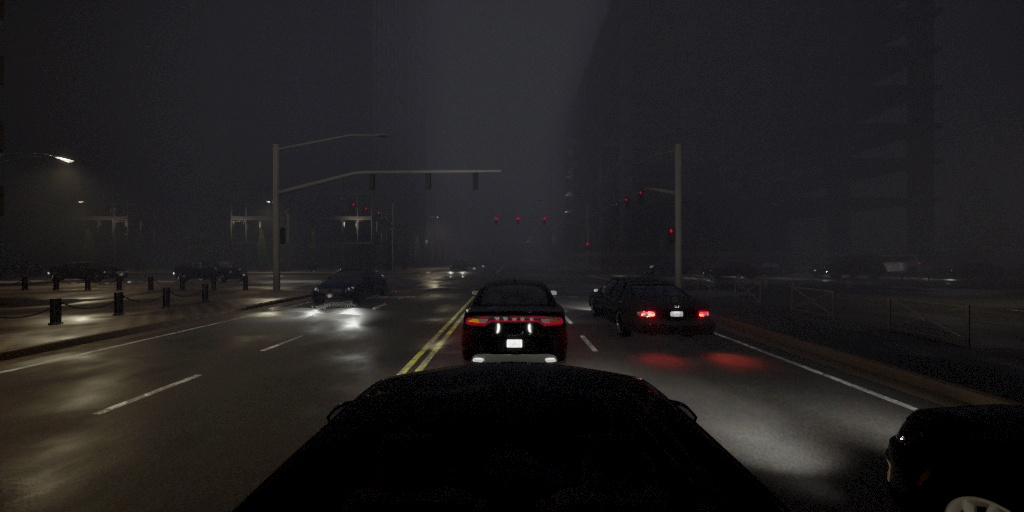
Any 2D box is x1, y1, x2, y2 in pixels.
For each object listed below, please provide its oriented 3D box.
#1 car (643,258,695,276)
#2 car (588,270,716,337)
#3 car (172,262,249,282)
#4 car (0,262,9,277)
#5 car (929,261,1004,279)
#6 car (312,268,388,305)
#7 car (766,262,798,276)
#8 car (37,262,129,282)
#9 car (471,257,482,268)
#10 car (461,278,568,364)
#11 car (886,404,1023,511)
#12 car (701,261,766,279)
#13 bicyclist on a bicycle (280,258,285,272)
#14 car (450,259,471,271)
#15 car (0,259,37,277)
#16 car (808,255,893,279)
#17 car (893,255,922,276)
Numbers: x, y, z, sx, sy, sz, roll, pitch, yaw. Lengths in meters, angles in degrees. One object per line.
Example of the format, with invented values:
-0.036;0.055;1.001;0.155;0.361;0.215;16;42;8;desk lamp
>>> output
15.230;1.046;35.031;4.553;1.767;2.097;0;0;0;car
3.571;1.297;10.248;2.033;1.411;5.357;0;0;0;car
-22.924;1.186;27.374;4.902;1.511;2.128;0;0;0;car
-42.477;1.295;27.519;4.718;1.301;1.895;0;0;1;car
39.912;1.172;31.575;5.008;1.535;1.882;0;0;0;car
-7.099;1.277;16.278;1.812;1.442;4.674;0;0;0;car
24.698;1.242;35.044;5.357;1.411;2.033;0;0;0;car
-32.303;1.186;27.413;4.902;1.511;2.128;0;0;0;car
-7.063;1.297;62.980;2.033;1.411;5.357;0;0;0;car
0.055;1.228;8.124;1.882;1.535;5.008;0;0;0;car
3.600;1.255;0.511;1.837;1.490;4.892;0;0;0;car
19.154;1.220;31.503;4.674;1.442;1.812;0;0;0;car
-25.408;0.995;39.334;0.582;1.620;1.656;0;0;0;bicyclist on a bicycle
-7.093;1.227;48.512;1.882;1.535;5.008;0;0;0;car
-48.809;1.048;34.761;4.553;1.767;2.097;0;0;1;car
29.420;0.916;31.558;5.566;2.045;2.150;0;0;0;car
36.477;0.913;35.076;5.566;2.045;2.150;0;0;0;car
